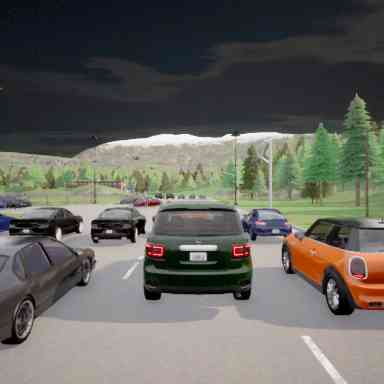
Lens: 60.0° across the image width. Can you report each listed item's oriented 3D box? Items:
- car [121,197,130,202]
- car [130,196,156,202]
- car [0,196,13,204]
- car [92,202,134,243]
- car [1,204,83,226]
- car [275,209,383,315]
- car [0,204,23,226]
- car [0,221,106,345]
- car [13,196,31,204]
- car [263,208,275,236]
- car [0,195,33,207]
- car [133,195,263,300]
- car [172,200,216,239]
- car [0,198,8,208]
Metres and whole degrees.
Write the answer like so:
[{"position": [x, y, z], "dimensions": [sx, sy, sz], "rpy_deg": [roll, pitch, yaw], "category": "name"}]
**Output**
[{"position": [-11.502, 1.564, 61.484], "dimensions": [1.994, 1.385, 4.181], "rpy_deg": [0, 0, 14], "category": "car"}, {"position": [-6.249, 1.601, 48.244], "dimensions": [1.895, 1.301, 4.718], "rpy_deg": [0, 0, 38], "category": "car"}, {"position": [-25.068, 1.478, 40.345], "dimensions": [5.008, 1.535, 1.882], "rpy_deg": [0, 0, -1], "category": "car"}, {"position": [-3.391, 1.478, 16.132], "dimensions": [1.882, 1.535, 5.008], "rpy_deg": [0, 0, 0], "category": "car"}, {"position": [-6.890, 1.478, 16.303], "dimensions": [1.882, 1.535, 5.008], "rpy_deg": [0, 0, 0], "category": "car"}, {"position": [3.601, 1.352, 7.703], "dimensions": [2.097, 1.767, 4.553], "rpy_deg": [0, 0, 0], "category": "car"}, {"position": [-10.390, 1.526, 16.334], "dimensions": [1.812, 1.442, 4.674], "rpy_deg": [0, 0, 0], "category": "car"}, {"position": [-3.399, 1.547, 6.305], "dimensions": [2.033, 1.411, 5.357], "rpy_deg": [0, 0, 0], "category": "car"}, {"position": [-24.209, 1.547, 43.898], "dimensions": [5.357, 1.411, 2.033], "rpy_deg": [0, 0, -3], "category": "car"}, {"position": [3.612, 1.526, 16.603], "dimensions": [1.812, 1.442, 4.674], "rpy_deg": [0, 0, 0], "category": "car"}, {"position": [-27.139, 1.352, 50.788], "dimensions": [4.553, 1.767, 2.097], "rpy_deg": [0, 0, 0], "category": "car"}, {"position": [0.108, 1.221, 8.502], "dimensions": [2.150, 2.045, 5.566], "rpy_deg": [0, 0, 0], "category": "car"}, {"position": [0.111, 1.352, 18.024], "dimensions": [2.097, 1.767, 4.553], "rpy_deg": [0, 0, 0], "category": "car"}, {"position": [-29.384, 1.547, 47.271], "dimensions": [5.357, 1.411, 2.033], "rpy_deg": [0, 0, 0], "category": "car"}]
